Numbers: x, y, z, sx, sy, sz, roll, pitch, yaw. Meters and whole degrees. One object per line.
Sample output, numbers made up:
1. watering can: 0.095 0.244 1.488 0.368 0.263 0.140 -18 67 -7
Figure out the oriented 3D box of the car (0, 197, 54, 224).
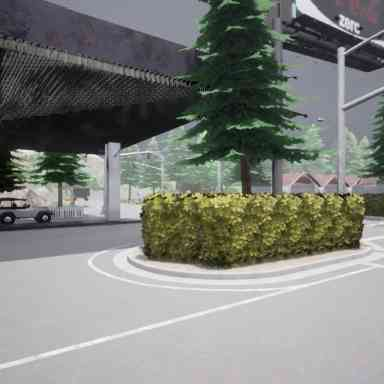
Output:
1. car: -11.963 1.313 23.490 3.866 1.878 1.905 0 0 -36
